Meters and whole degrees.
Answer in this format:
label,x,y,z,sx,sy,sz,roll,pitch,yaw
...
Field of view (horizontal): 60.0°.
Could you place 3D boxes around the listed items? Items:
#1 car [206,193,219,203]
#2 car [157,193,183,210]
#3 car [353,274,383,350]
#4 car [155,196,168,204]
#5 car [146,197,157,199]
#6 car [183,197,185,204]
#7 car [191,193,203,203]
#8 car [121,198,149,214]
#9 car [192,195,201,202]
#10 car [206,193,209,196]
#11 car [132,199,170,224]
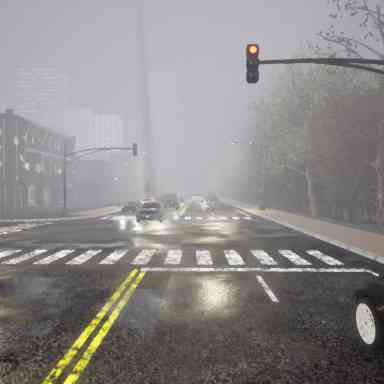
label,x,y,z,sx,sy,sz,roll,pitch,yaw
car,4.320,1.480,66.131,1.837,1.490,4.892,0,0,1
car,-2.728,1.207,41.944,2.150,2.045,5.566,0,0,2
car,3.393,1.477,3.176,1.882,1.535,5.008,0,0,1
car,-5.658,1.484,61.876,1.837,1.490,4.892,0,-1,1
car,-5.937,1.463,45.209,1.882,1.535,5.008,0,0,1
car,-2.331,1.524,65.416,2.033,1.411,5.357,0,0,1
car,1.071,1.197,66.094,2.150,2.045,5.566,0,0,1
car,-6.093,1.590,35.216,1.895,1.301,4.718,0,0,1
car,1.124,1.509,76.718,2.033,1.411,5.357,0,0,1
car,4.373,1.195,76.594,2.150,2.045,5.566,0,0,1
car,-2.983,1.501,25.037,1.837,1.490,4.892,0,-1,1
